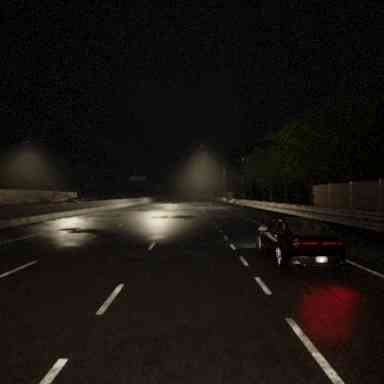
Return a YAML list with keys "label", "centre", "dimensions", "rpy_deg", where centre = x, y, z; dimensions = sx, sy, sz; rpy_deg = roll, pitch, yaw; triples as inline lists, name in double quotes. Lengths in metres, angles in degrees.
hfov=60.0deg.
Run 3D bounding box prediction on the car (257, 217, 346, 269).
- label: "car"
  centre: [3.518, 1.620, 11.475]
  dimensions: [1.837, 1.490, 4.892]
  rpy_deg: [0, -1, 0]
